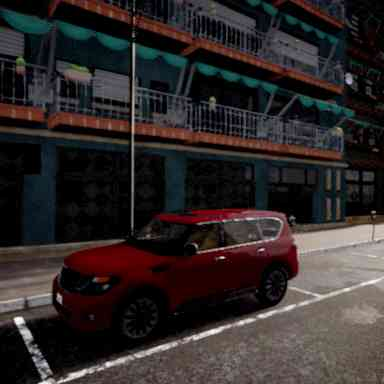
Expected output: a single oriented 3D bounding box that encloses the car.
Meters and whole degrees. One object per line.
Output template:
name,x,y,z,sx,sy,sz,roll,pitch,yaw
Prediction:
car,0.021,1.314,6.559,5.009,1.841,2.192,0,1,-35
